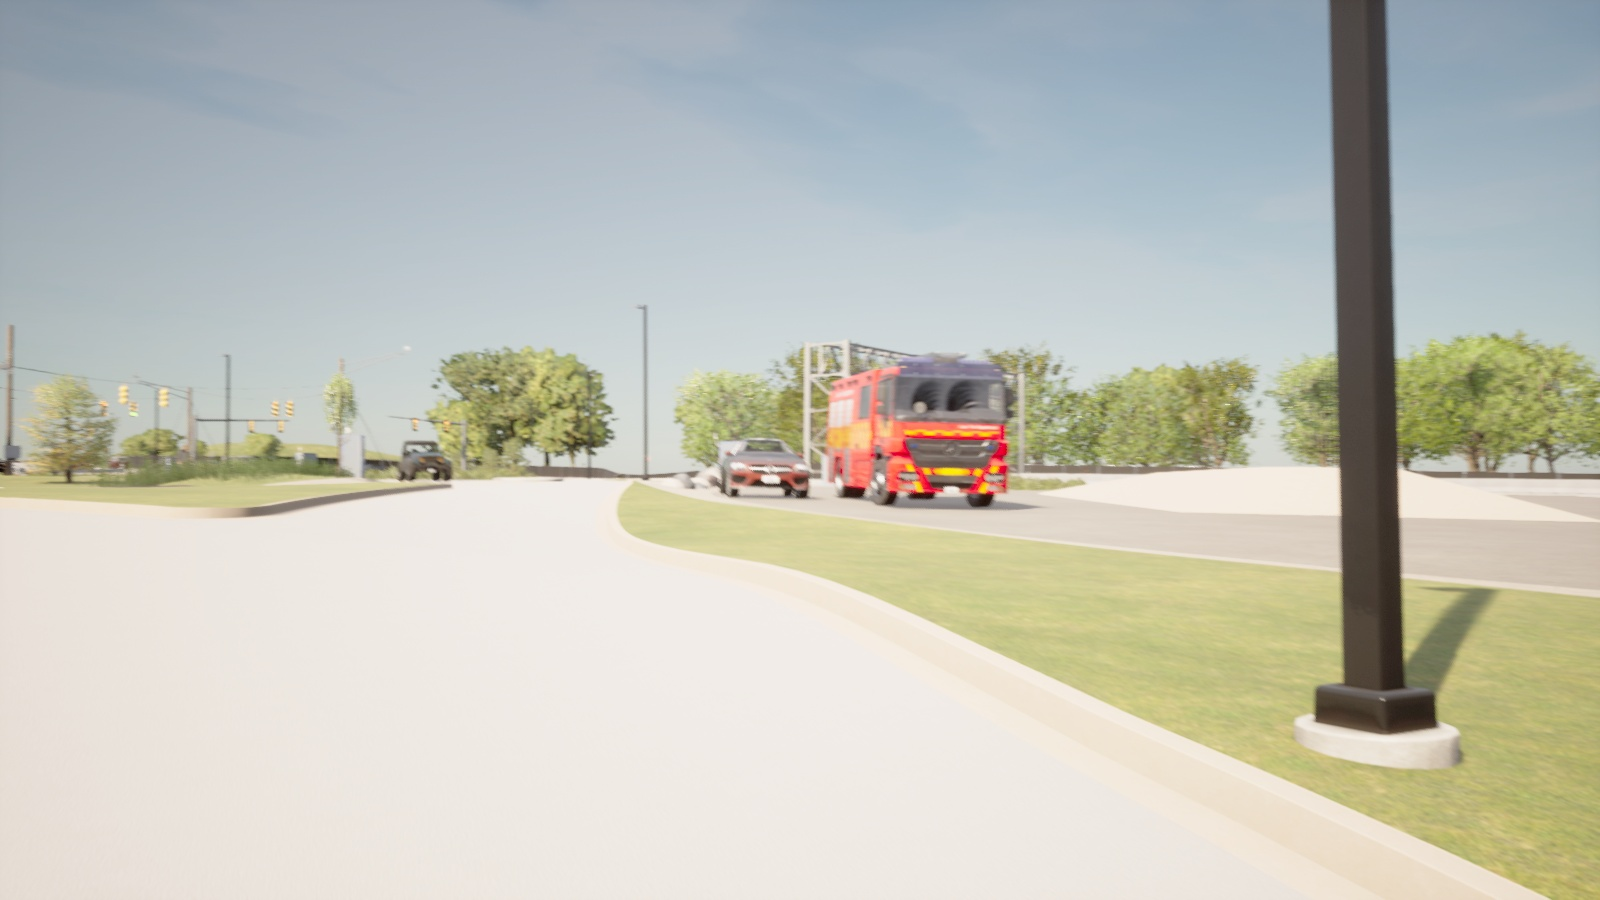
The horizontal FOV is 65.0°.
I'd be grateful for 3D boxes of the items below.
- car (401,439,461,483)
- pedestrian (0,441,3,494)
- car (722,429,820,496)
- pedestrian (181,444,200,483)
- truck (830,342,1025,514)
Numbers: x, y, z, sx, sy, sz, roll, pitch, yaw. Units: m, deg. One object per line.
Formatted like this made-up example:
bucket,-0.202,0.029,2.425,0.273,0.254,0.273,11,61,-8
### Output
car,-16.564,0.511,56.270,1.905,1.878,3.866,1,-1,-27
pedestrian,-28.283,0.611,43.894,0.345,1.836,0.594,-1,-2,28
car,-0.891,0.363,34.446,2.152,1.651,5.027,2,-1,-7
pedestrian,-29.596,0.658,61.000,0.694,1.848,0.540,-2,-3,38
truck,3.016,-0.481,32.671,2.891,3.827,8.468,1,0,-9
